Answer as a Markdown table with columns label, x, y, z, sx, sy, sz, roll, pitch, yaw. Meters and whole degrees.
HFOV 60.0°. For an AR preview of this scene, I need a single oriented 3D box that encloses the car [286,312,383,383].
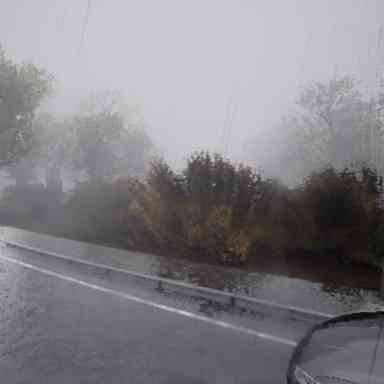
| label | x | y | z | sx | sy | sz | roll | pitch | yaw |
| --- | --- | --- | --- | --- | --- | --- | --- | --- | --- |
| car | 3.046 | 1.490 | 1.949 | 4.902 | 1.511 | 2.128 | 0 | 0 | 35 |
